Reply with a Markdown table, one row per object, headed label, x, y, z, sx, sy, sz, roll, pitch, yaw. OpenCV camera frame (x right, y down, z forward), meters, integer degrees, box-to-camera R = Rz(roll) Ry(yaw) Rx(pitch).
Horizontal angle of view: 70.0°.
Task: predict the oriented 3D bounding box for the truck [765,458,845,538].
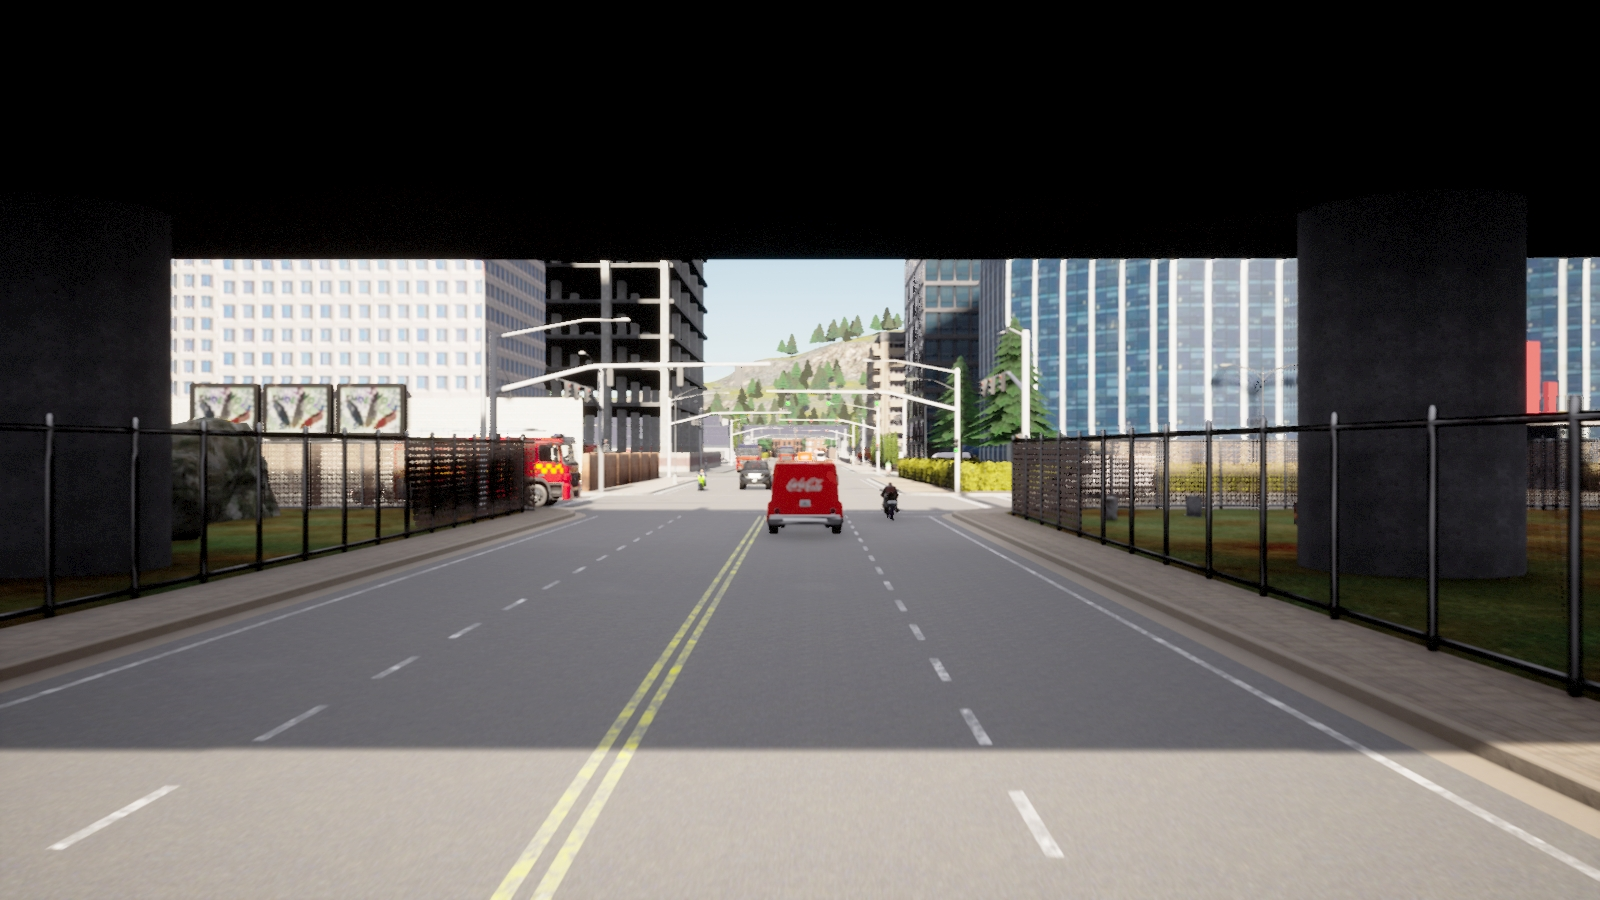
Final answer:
| label | x | y | z | sx | sy | sz | roll | pitch | yaw |
| --- | --- | --- | --- | --- | --- | --- | --- | --- | --- |
| truck | 0.178 | 1.588 | 40.049 | 2.627 | 2.467 | 5.204 | 0 | 1 | 0 |

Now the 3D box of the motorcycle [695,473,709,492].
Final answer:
| label | x | y | z | sx | sy | sz | roll | pitch | yaw |
| --- | --- | --- | --- | --- | --- | --- | --- | --- | --- |
| motorcycle | -6.669 | 2.192 | 77.846 | 0.803 | 1.199 | 2.033 | 0 | 0 | 0 |

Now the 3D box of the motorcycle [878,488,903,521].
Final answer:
| label | x | y | z | sx | sy | sz | roll | pitch | yaw |
| --- | --- | --- | --- | --- | --- | --- | --- | --- | --- |
| motorcycle | 3.682 | 2.209 | 46.597 | 0.867 | 1.251 | 2.209 | 0 | 0 | 0 |

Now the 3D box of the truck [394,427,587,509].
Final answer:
| label | x | y | z | sx | sy | sz | roll | pitch | yaw |
| --- | --- | --- | --- | --- | --- | --- | --- | --- | --- |
| truck | -14.789 | 0.841 | 55.045 | 8.468 | 3.827 | 2.891 | 0 | 0 | 0 |
